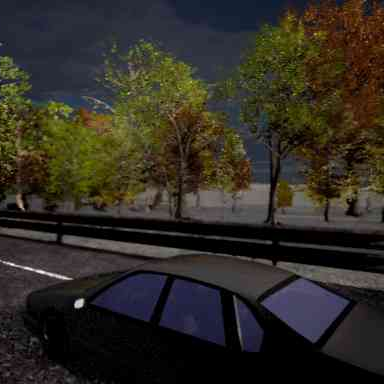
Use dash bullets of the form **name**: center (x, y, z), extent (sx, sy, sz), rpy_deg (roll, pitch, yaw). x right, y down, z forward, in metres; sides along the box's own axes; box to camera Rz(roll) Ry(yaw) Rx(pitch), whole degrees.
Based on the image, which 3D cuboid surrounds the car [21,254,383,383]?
- **car**: center (0.014, 1.540, 4.123), extent (5.357, 1.411, 2.033), rpy_deg (0, 0, 37)
